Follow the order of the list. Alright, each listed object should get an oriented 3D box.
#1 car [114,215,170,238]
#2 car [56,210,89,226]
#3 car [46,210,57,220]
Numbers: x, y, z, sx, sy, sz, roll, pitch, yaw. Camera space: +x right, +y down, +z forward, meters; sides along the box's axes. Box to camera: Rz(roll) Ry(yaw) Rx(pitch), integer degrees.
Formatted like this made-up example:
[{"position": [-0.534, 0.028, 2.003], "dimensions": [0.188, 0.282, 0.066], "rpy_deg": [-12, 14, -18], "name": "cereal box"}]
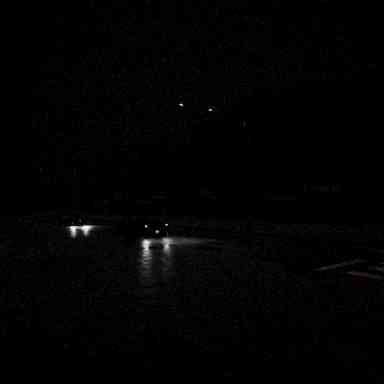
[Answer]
[{"position": [-3.418, 2.216, 22.175], "dimensions": [1.895, 1.301, 4.718], "rpy_deg": [0, -2, -36], "name": "car"}, {"position": [-12.187, 2.767, 34.422], "dimensions": [1.994, 1.385, 4.181], "rpy_deg": [0, -2, -35], "name": "car"}, {"position": [-21.534, 3.597, 52.478], "dimensions": [1.994, 1.385, 4.181], "rpy_deg": [0, -2, -36], "name": "car"}]
